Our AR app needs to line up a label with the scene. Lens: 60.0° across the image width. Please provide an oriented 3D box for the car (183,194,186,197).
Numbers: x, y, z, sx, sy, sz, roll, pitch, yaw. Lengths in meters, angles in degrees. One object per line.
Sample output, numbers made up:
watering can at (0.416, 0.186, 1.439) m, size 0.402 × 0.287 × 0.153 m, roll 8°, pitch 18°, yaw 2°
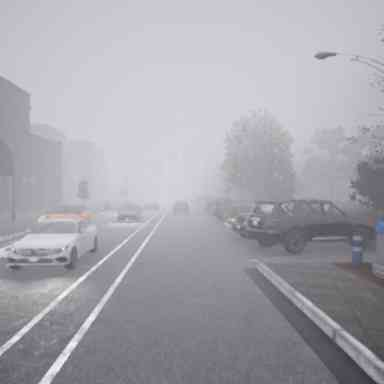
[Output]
car at (1.145, 1.904, 81.968) m, size 5.366 × 1.575 × 1.946 m, roll 1°, pitch 0°, yaw -25°

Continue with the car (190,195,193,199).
car at (2.677, 1.901, 64.319) m, size 5.008 × 1.535 × 2.097 m, roll 1°, pitch 0°, yaw -24°

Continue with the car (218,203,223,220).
car at (4.521, 1.643, 19.790) m, size 5.366 × 1.575 × 1.946 m, roll 1°, pitch 0°, yaw -22°

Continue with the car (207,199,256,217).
car at (4.128, 1.649, 34.675) m, size 4.553 × 1.767 × 2.185 m, roll 1°, pitch 0°, yaw -22°

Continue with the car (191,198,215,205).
car at (2.264, 1.948, 70.245) m, size 4.674 × 1.452 × 2.002 m, roll 1°, pitch 0°, yaw -24°

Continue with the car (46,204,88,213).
car at (-7.693, 1.534, 20.412) m, size 2.097 × 1.767 × 4.553 m, roll 0°, pitch 0°, yaw -2°

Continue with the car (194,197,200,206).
car at (3.458, 1.841, 46.441) m, size 5.366 × 1.575 × 1.946 m, roll 1°, pitch 0°, yaw -22°

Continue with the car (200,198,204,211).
car at (3.890, 1.843, 40.597) m, size 4.792 × 1.488 × 2.163 m, roll 1°, pitch -1°, yaw -22°

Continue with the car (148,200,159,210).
car at (-5.939, 1.926, 49.011) m, size 1.812 × 1.442 × 4.674 m, roll 0°, pitch 0°, yaw -3°

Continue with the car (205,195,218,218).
car at (4.363, 1.478, 28.762) m, size 5.566 × 2.045 × 2.435 m, roll 1°, pitch -1°, yaw -22°

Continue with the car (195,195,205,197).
car at (3.332, 1.745, 52.441) m, size 4.553 × 1.767 × 2.185 m, roll 1°, pitch -1°, yaw -23°

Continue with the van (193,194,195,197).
van at (2.978, 1.672, 61.404) m, size 4.442 × 1.987 × 1.878 m, roll 1°, pitch 0°, yaw -24°

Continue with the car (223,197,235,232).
car at (4.777, 1.369, 16.903) m, size 5.566 × 2.045 × 2.435 m, roll 1°, pitch 0°, yaw -22°

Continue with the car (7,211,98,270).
car at (-4.538, 1.621, 11.579) m, size 1.812 × 1.442 × 4.674 m, roll 0°, pitch 0°, yaw -3°

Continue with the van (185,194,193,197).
van at (1.469, 1.681, 79.038) m, size 4.442 × 1.987 × 1.878 m, roll 1°, pitch 0°, yaw -25°

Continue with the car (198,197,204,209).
car at (3.921, 1.830, 43.616) m, size 5.366 × 1.575 × 1.946 m, roll 1°, pitch -1°, yaw -22°

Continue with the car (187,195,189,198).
car at (1.815, 1.948, 76.130) m, size 4.674 × 1.452 × 2.002 m, roll 1°, pitch 0°, yaw -25°

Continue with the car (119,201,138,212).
car at (-8.648, 1.968, 45.731) m, size 1.895 × 1.301 × 4.718 m, roll 0°, pitch 0°, yaw -2°

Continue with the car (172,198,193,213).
car at (-1.362, 1.823, 41.224) m, size 2.128 × 1.511 × 4.902 m, roll 0°, pitch -1°, yaw -2°

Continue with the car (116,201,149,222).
car at (-5.228, 1.802, 28.923) m, size 2.033 × 1.411 × 5.357 m, roll 0°, pitch 0°, yaw -2°

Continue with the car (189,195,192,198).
car at (2.655, 1.905, 67.358) m, size 5.366 × 1.575 × 1.946 m, roll 1°, pitch 0°, yaw -24°

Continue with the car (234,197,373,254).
car at (4.939, 1.342, 13.979) m, size 5.566 × 2.045 × 2.435 m, roll 1°, pitch -1°, yaw -22°

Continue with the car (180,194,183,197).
car at (0.495, 1.668, 90.938) m, size 5.566 × 2.045 × 2.435 m, roll 1°, pitch 0°, yaw -26°

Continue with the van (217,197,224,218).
van at (4.555, 1.479, 25.841) m, size 4.442 × 1.987 × 1.878 m, roll 1°, pitch -1°, yaw -22°

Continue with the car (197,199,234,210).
car at (3.507, 1.860, 49.483) m, size 4.892 × 1.521 × 2.231 m, roll 1°, pitch 0°, yaw -23°
